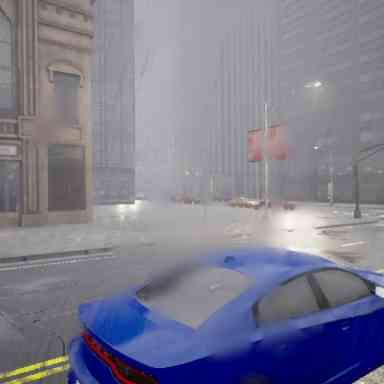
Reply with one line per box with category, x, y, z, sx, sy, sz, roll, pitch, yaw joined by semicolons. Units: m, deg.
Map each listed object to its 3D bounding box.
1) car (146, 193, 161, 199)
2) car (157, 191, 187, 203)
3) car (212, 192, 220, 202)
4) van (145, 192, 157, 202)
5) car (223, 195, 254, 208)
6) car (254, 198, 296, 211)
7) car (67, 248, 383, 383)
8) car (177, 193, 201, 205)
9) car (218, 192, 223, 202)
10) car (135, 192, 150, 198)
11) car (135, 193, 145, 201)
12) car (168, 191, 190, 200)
car;-9.280;0.924;79.813;1.802;1.307;4.206;0;1;-35
car;-3.242;0.977;56.524;2.192;1.841;5.009;0;1;-35
car;3.718;0.875;61.447;2.192;1.841;5.009;0;1;-35
van;-6.492;0.951;61.116;1.690;1.788;3.998;0;1;-35
car;6.604;1.336;42.613;1.752;1.417;4.829;0;1;-35
car;9.755;1.399;38.161;1.887;1.381;4.507;0;1;-35
car;1.103;1.476;4.194;5.008;1.535;1.882;0;0;-35
car;0.007;1.257;51.935;1.887;1.381;4.507;0;1;-35
car;6.967;1.176;56.858;1.947;1.339;4.313;0;1;-35
car;-12.529;0.829;84.403;1.887;1.381;4.507;0;1;-35
car;-9.742;1.107;65.708;2.008;1.369;4.403;0;1;-35
car;-2.780;0.769;70.628;2.192;1.841;5.009;0;1;-35
